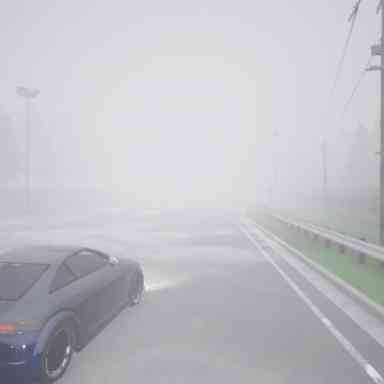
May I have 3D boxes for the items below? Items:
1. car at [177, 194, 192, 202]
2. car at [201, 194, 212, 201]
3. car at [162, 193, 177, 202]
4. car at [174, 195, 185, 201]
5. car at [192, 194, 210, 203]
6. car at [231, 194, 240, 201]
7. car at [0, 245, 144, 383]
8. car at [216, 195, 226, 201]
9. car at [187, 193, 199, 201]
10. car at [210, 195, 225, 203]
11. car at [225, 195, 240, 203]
[{"bbox_3d":[-1.409,1.591,72.995,1.895,1.301,4.718,0,0,10],"label":"car"},{"bbox_3d":[3.730,1.366,82.231,2.128,1.511,4.902,0,0,10],"label":"car"},{"bbox_3d":[-4.929,1.217,73.177,2.150,2.045,5.566,0,0,10],"label":"car"},{"bbox_3d":[-3.164,1.430,83.446,1.895,1.301,4.718,0,0,10],"label":"car"},{"bbox_3d":[1.965,1.523,71.962,2.128,1.511,4.902,0,0,10],"label":"car"},{"bbox_3d":[10.629,1.373,81.045,2.128,1.511,4.902,0,0,10],"label":"car"},{"bbox_3d":[-2.255,1.562,5.488,1.994,1.385,4.181,0,0,10],"label":"car"},{"bbox_3d":[7.179,1.397,81.638,1.994,1.385,4.181,0,0,10],"label":"car"},{"bbox_3d":[0.275,1.193,82.794,2.097,1.767,4.553,0,0,10],"label":"car"},{"bbox_3d":[5.490,1.597,71.809,1.895,1.301,4.718,0,0,10],"label":"car"},{"bbox_3d":[8.863,1.530,70.776,2.128,1.511,4.902,0,0,10],"label":"car"}]
